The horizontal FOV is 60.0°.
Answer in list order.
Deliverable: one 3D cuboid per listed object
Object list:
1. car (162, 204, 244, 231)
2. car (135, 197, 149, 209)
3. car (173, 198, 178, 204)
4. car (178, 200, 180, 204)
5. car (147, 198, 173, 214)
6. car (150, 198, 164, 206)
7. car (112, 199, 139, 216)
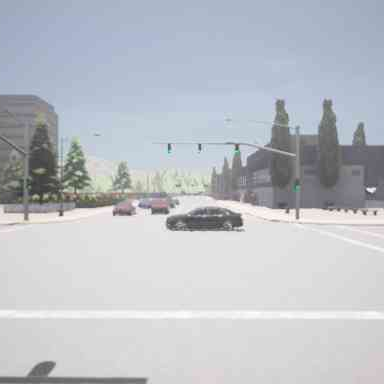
[{"bbox_3d":[0.798,1.690,20.898,4.892,1.490,1.837,0,0,2],"label":"car"},{"bbox_3d":[-7.114,1.861,51.015,1.812,1.442,4.674,0,-1,0],"label":"car"},{"bbox_3d":[-3.618,1.849,52.115,1.837,1.490,4.892,0,-1,0],"label":"car"},{"bbox_3d":[-3.540,2.010,68.080,1.994,1.385,4.181,0,0,0],"label":"car"},{"bbox_3d":[-3.620,1.732,38.617,1.882,1.535,5.008,0,0,0],"label":"car"},{"bbox_3d":[-7.043,1.934,67.416,2.128,1.511,4.902,0,0,0],"label":"car"},{"bbox_3d":[-7.119,1.758,35.227,1.812,1.442,4.674,0,0,0],"label":"car"}]
